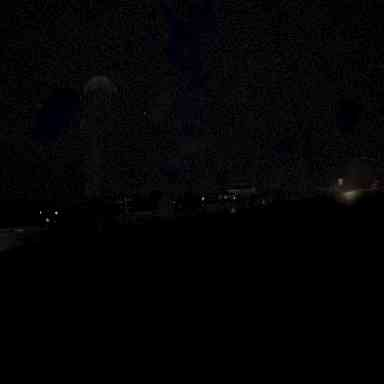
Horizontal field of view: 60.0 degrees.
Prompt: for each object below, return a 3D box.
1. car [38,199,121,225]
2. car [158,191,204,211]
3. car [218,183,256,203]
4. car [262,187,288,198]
[{"bbox_3d":[-6.582,1.135,19.782,1.895,1.301,4.718,-1,1,34],"label":"car"},{"bbox_3d":[-0.829,0.702,27.925,1.837,1.490,4.892,-1,1,36],"label":"car"},{"bbox_3d":[5.022,0.091,36.125,2.150,2.045,5.566,-1,1,36],"label":"car"},{"bbox_3d":[11.238,0.088,44.767,2.033,1.411,5.357,-1,1,36],"label":"car"}]
